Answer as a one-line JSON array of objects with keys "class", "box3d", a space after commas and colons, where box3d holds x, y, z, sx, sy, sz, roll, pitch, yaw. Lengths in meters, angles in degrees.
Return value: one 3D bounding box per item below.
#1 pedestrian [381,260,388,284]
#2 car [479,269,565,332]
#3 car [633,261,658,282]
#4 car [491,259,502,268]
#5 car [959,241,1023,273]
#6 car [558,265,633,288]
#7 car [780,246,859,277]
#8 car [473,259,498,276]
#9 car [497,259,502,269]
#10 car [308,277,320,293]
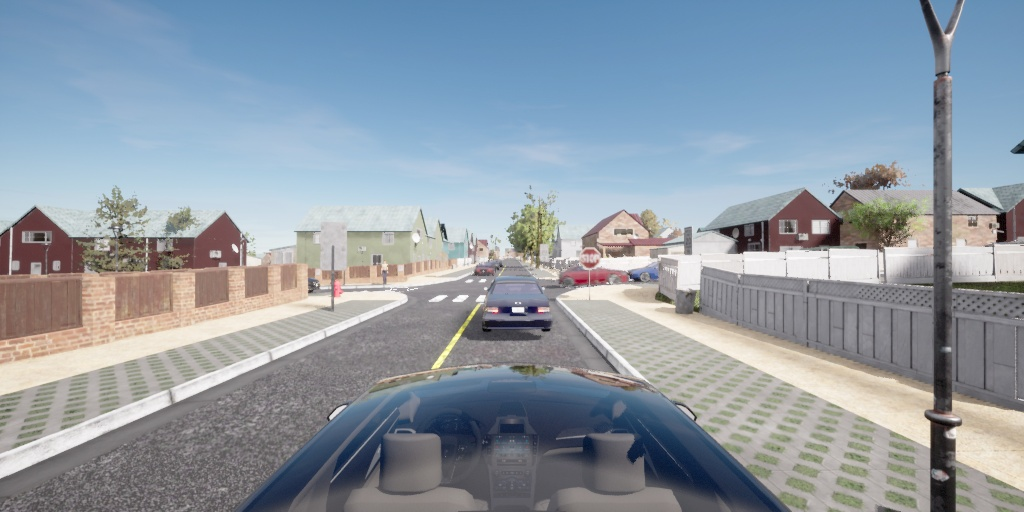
[{"class": "pedestrian", "box3d": [-9.644, 1.212, 27.177, 0.375, 1.860, 0.375, 0, 0, 0]}, {"class": "car", "box3d": [0.093, 1.300, 10.848, 2.033, 1.411, 5.357, 0, 0, -1]}, {"class": "car", "box3d": [10.409, 1.013, 24.385, 5.357, 1.411, 2.033, -2, -1, 1]}, {"class": "car", "box3d": [-2.693, 1.270, 63.845, 1.812, 1.442, 4.674, 0, 0, 0]}, {"class": "car", "box3d": [33.689, 0.058, 24.435, 5.566, 2.045, 2.150, -2, -1, 0]}, {"class": "car", "box3d": [4.867, 1.157, 21.820, 4.181, 1.385, 1.994, -3, -1, 13]}, {"class": "car", "box3d": [20.688, 0.409, 24.395, 5.566, 2.045, 2.150, -2, -1, 0]}, {"class": "car", "box3d": [-2.781, 1.316, 36.968, 1.994, 1.385, 4.181, 0, 0, 0]}, {"class": "car", "box3d": [-2.736, 1.242, 50.808, 2.128, 1.511, 4.902, 0, 0, 0]}, {"class": "car", "box3d": [-14.051, 1.576, 21.314, 4.892, 1.490, 1.837, -2, -1, -1]}]
